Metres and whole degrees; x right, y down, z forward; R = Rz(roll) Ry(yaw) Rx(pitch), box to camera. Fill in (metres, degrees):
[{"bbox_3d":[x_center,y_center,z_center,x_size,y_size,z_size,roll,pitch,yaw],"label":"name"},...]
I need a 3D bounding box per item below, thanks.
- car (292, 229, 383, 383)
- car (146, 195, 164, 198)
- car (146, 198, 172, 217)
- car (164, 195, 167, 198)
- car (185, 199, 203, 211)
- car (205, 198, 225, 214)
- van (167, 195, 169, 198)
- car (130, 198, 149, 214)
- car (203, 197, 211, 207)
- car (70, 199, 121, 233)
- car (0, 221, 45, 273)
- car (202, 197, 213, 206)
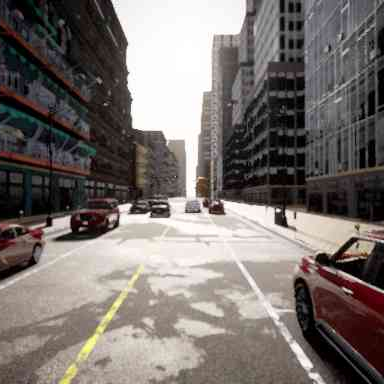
[{"bbox_3d":[2.701,1.319,3.656,2.192,1.841,5.009,1,0,0],"label":"car"},{"bbox_3d":[-5.707,1.421,47.838,2.192,1.841,5.009,1,0,0],"label":"car"},{"bbox_3d":[-3.016,1.566,32.535,1.837,1.490,4.892,0,0,0],"label":"car"},{"bbox_3d":[-5.713,1.440,53.360,2.192,1.841,5.009,1,0,0],"label":"car"},{"bbox_3d":[0.080,1.614,42.200,1.812,1.442,4.674,0,0,0],"label":"car"},{"bbox_3d":[2.680,1.655,36.794,1.802,1.307,4.206,1,0,0],"label":"car"},{"bbox_3d":[-5.694,1.537,69.930,1.690,1.788,3.998,1,0,0],"label":"van"},{"bbox_3d":[-5.700,1.638,36.791,1.947,1.339,4.313,1,0,0],"label":"car"},{"bbox_3d":[2.680,1.566,53.364,1.967,1.590,4.097,1,0,0],"label":"car"},{"bbox_3d":[-5.688,1.344,20.221,2.192,1.841,5.009,1,0,0],"label":"car"},{"bbox_3d":[-5.685,1.554,9.174,1.887,1.381,4.507,1,0,0],"label":"car"},{"bbox_3d":[2.678,1.673,59.057,1.752,1.417,4.829,1,0,0],"label":"car"}]
